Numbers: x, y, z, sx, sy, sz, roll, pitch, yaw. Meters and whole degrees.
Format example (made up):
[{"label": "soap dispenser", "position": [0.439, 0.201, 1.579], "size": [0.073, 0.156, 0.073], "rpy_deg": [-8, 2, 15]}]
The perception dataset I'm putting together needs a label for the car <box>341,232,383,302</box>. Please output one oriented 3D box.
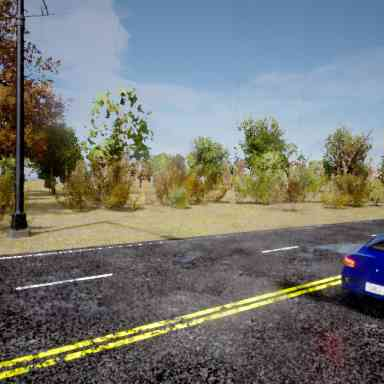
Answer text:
[{"label": "car", "position": [4.943, 1.453, 6.894], "size": [4.674, 1.442, 1.812], "rpy_deg": [0, 2, -35]}]
